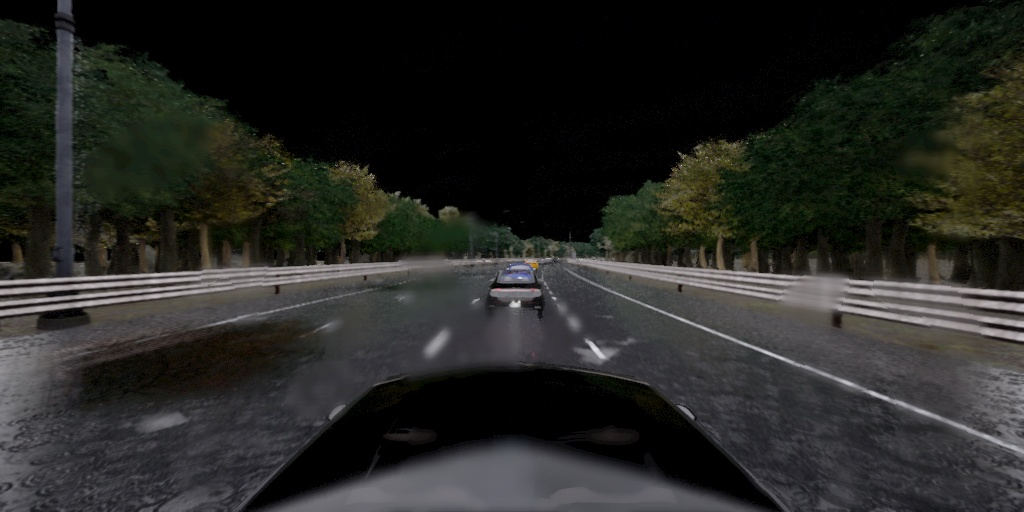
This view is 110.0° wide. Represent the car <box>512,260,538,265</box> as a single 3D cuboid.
[{"bbox_3d":[0.629,1.254,25.046,1.882,1.535,5.008,0,0,3],"label":"car"}]

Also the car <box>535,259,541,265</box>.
[{"bbox_3d":[2.841,1.273,52.463,1.882,1.535,5.008,0,0,6],"label":"car"}]

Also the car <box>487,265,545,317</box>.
[{"bbox_3d":[0.169,1.245,13.105,2.128,1.511,4.902,0,0,2],"label":"car"}]
